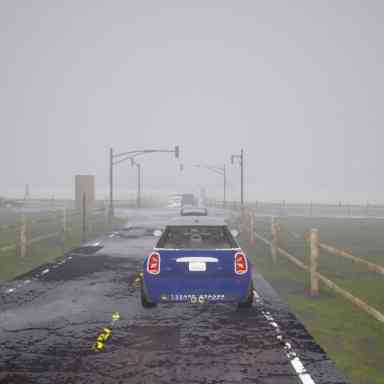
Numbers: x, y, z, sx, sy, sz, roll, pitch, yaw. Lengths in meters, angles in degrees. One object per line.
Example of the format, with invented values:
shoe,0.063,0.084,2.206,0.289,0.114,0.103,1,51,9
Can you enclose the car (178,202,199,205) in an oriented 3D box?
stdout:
car,0.091,1.507,17.234,1.837,1.490,4.892,0,0,0

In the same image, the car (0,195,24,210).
car,-21.053,1.112,36.349,5.008,1.535,1.882,1,0,0

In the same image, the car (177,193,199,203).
car,-0.302,1.234,50.982,2.150,2.045,5.566,0,0,9

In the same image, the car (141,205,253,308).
car,0.096,1.353,8.068,2.097,1.767,4.553,0,0,0

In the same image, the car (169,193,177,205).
car,-2.838,1.237,59.878,2.150,2.045,5.566,0,0,0

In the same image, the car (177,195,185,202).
car,-2.700,1.549,80.242,1.812,1.442,4.674,0,0,0
